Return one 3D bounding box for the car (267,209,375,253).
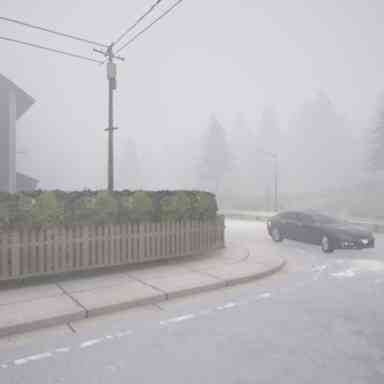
[{"bbox_3d":[5.141,1.519,13.972,1.837,1.490,4.892,0,0,-24],"label":"car"}]
